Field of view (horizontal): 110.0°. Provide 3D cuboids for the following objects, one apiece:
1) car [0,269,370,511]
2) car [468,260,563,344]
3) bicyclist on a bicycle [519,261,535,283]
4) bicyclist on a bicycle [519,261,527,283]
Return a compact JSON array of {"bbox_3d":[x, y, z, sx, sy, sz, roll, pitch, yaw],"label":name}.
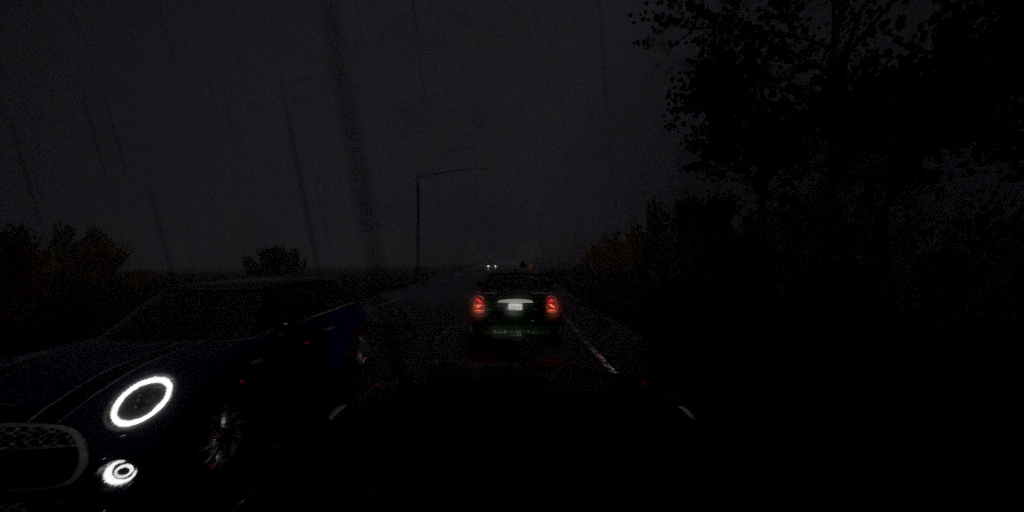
[{"bbox_3d":[-3.612,1.101,4.602,2.097,1.767,4.553,0,0,0],"label":"car"},{"bbox_3d":[0.070,1.099,9.735,2.097,1.767,4.553,0,0,0],"label":"car"},{"bbox_3d":[0.899,1.181,17.079,0.866,1.612,1.509,0,0,0],"label":"bicyclist on a bicycle"},{"bbox_3d":[0.833,1.193,27.196,0.582,1.620,1.656,0,0,0],"label":"bicyclist on a bicycle"}]
